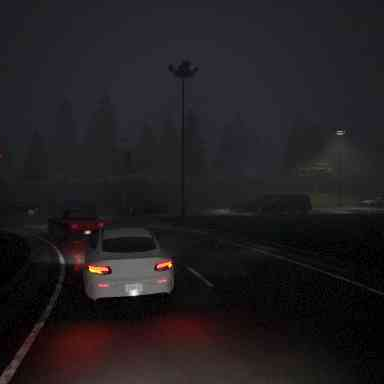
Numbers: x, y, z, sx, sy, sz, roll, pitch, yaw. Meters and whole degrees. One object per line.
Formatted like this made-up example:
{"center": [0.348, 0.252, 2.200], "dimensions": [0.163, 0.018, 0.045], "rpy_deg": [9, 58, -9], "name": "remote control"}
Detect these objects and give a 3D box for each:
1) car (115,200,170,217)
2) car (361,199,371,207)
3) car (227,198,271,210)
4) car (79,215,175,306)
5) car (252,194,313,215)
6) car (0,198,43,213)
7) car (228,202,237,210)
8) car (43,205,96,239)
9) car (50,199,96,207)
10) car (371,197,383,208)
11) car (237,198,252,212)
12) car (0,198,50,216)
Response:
{"center": [-4.501, 1.492, 30.211], "dimensions": [4.902, 1.511, 2.128], "rpy_deg": [0, 0, -14], "name": "car"}
{"center": [27.082, 1.525, 48.624], "dimensions": [4.674, 1.442, 1.812], "rpy_deg": [0, 0, -14], "name": "car"}
{"center": [7.446, 1.547, 43.899], "dimensions": [5.357, 1.411, 2.033], "rpy_deg": [0, 0, -14], "name": "car"}
{"center": [-1.650, 1.526, 8.089], "dimensions": [1.812, 1.442, 4.674], "rpy_deg": [0, 0, -16], "name": "car"}
{"center": [9.374, 1.215, 33.563], "dimensions": [5.566, 2.045, 2.150], "rpy_deg": [-1, 0, -14], "name": "car"}
{"center": [-19.664, 1.477, 37.349], "dimensions": [5.008, 1.535, 1.882], "rpy_deg": [0, 0, -14], "name": "car"}
{"center": [6.824, 1.526, 40.126], "dimensions": [4.674, 1.442, 1.812], "rpy_deg": [0, 0, -14], "name": "car"}
{"center": [-6.153, 1.601, 17.385], "dimensions": [1.895, 1.301, 4.718], "rpy_deg": [0, 0, -35], "name": "car"}
{"center": [-12.817, 1.477, 35.402], "dimensions": [5.008, 1.535, 1.882], "rpy_deg": [0, 0, -14], "name": "car"}
{"center": [27.282, 1.601, 45.081], "dimensions": [4.718, 1.301, 1.895], "rpy_deg": [0, 0, -13], "name": "car"}
{"center": [8.300, 1.215, 36.905], "dimensions": [5.566, 2.045, 2.150], "rpy_deg": [-1, 0, -14], "name": "car"}
{"center": [-16.231, 1.505, 30.978], "dimensions": [4.892, 1.490, 1.837], "rpy_deg": [0, 0, -14], "name": "car"}
